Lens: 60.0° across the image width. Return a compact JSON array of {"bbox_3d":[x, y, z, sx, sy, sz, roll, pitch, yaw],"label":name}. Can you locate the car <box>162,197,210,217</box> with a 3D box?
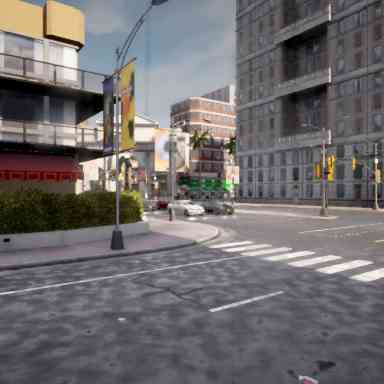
[{"bbox_3d":[-0.688,1.526,32.090,1.812,1.442,4.674,0,0,-35],"label":"car"}]

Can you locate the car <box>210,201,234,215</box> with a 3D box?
[{"bbox_3d":[2.381,1.564,33.812,1.994,1.385,4.181,0,0,-35],"label":"car"}]

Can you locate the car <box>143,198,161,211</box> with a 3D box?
[{"bbox_3d":[-6.037,1.505,39.644,1.837,1.490,4.892,0,0,-35],"label":"car"}]

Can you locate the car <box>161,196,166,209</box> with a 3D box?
[{"bbox_3d":[-2.537,1.352,40.817,2.097,1.767,4.553,0,0,-35],"label":"car"}]
